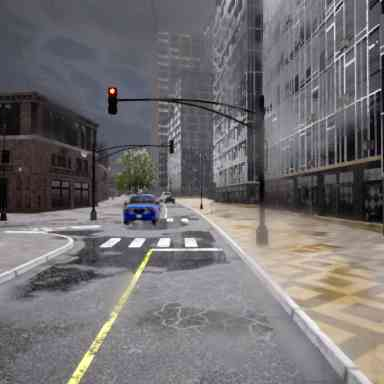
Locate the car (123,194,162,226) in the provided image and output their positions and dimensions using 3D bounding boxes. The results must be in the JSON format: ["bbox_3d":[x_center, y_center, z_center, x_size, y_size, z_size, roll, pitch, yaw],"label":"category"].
[{"bbox_3d":[-3.525,1.224,23.929,2.150,2.045,5.566,0,0,-3],"label":"car"}]

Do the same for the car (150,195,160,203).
[{"bbox_3d":[-7.605,1.465,68.024,1.882,1.535,5.008,0,0,-8],"label":"car"}]

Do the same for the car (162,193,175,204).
[{"bbox_3d":[-4.319,1.498,64.314,1.837,1.490,4.892,0,0,-8],"label":"car"}]

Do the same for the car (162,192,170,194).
[{"bbox_3d":[-5.793,1.045,74.652,2.150,2.045,5.566,0,0,-9],"label":"car"}]

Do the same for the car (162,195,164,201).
[{"bbox_3d":[-4.519,1.474,39.009,1.882,1.535,5.008,0,0,-5],"label":"car"}]
